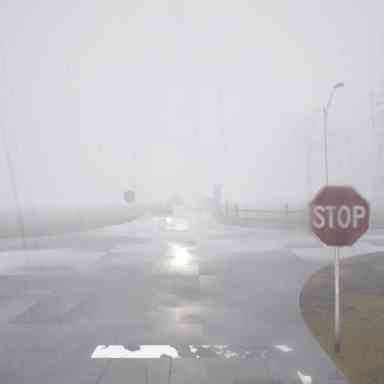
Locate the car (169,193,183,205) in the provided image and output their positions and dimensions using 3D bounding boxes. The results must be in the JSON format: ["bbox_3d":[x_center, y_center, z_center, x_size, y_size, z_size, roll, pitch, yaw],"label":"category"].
[{"bbox_3d":[-2.757,1.270,58.452,2.150,2.045,5.566,0,0,0],"label":"car"}]

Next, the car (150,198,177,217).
[{"bbox_3d":[-2.754,1.576,31.492,1.994,1.385,4.181,0,0,0],"label":"car"}]
